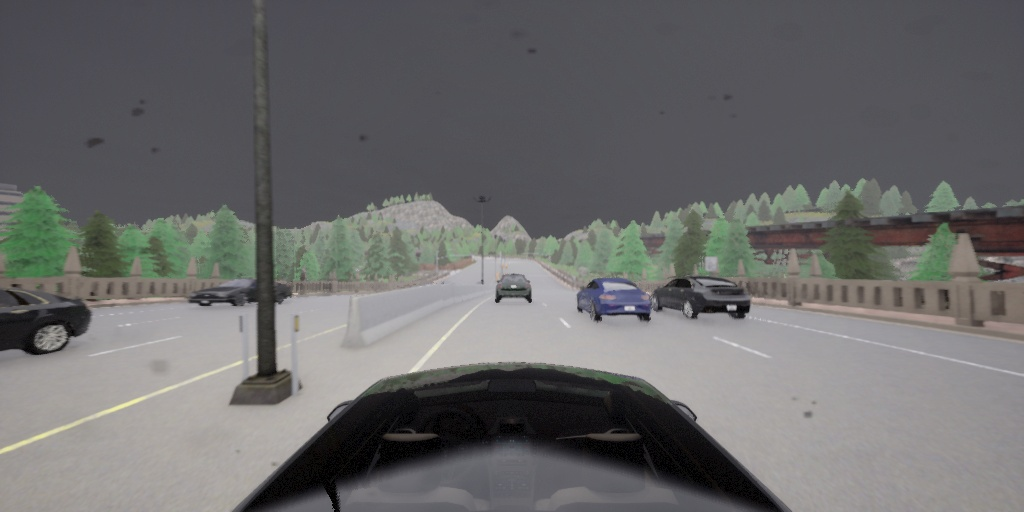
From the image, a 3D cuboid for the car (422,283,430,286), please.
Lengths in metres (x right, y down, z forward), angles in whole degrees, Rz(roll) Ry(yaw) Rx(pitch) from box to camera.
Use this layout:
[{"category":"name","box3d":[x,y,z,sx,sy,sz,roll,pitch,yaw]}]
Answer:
[{"category":"car","box3d":[-10.579,4.225,47.693,2.033,1.411,5.357,0,-5,0]}]

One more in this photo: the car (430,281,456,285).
[{"category":"car","box3d":[-7.087,3.476,39.333,2.128,1.511,4.902,0,-5,0]}]

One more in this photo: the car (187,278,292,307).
[{"category":"car","box3d":[-14.099,1.894,19.129,2.033,1.411,5.357,0,-4,0]}]

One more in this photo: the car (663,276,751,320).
[{"category":"car","box3d":[7.100,1.540,14.013,1.837,1.490,4.892,0,-3,0]}]

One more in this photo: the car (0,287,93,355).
[{"category":"car","box3d":[-10.599,1.299,6.167,1.837,1.490,4.892,0,-1,0]}]

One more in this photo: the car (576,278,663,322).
[{"category":"car","box3d":[3.599,1.535,13.256,1.812,1.442,4.674,0,-3,0]}]

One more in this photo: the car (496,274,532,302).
[{"category":"car","box3d":[0.099,1.953,22.734,2.097,1.767,4.553,0,-5,0]}]
